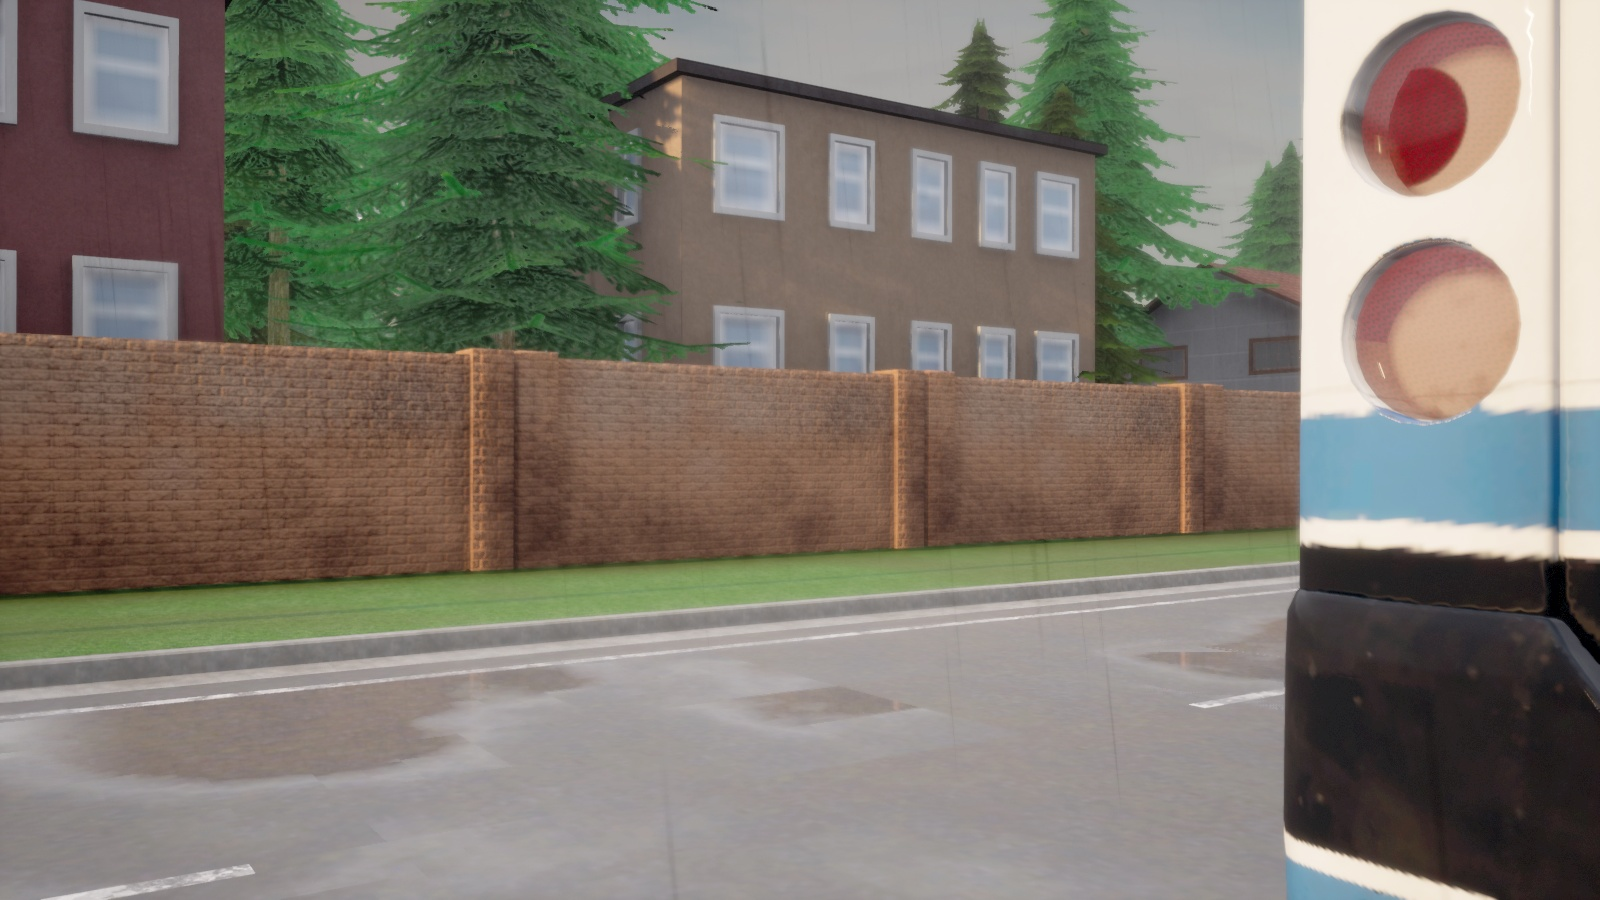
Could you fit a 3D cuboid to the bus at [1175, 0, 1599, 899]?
[{"bbox_3d":[6.060,-0.637,3.614,10.273,4.253,3.944,0,0,-34],"label":"bus"}]
